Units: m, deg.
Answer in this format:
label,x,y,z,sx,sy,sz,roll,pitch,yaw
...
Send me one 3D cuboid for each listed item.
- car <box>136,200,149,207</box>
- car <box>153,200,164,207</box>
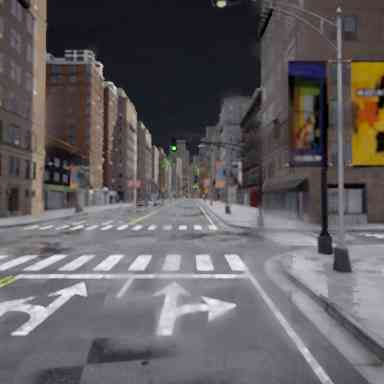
label,x,y,z,sx,sy,sz,roll,pitch,yaw
car,-9.744,2.286,65.565,1.994,1.385,4.181,0,-1,0
car,-6.494,2.246,65.565,1.812,1.442,4.674,0,-1,0
